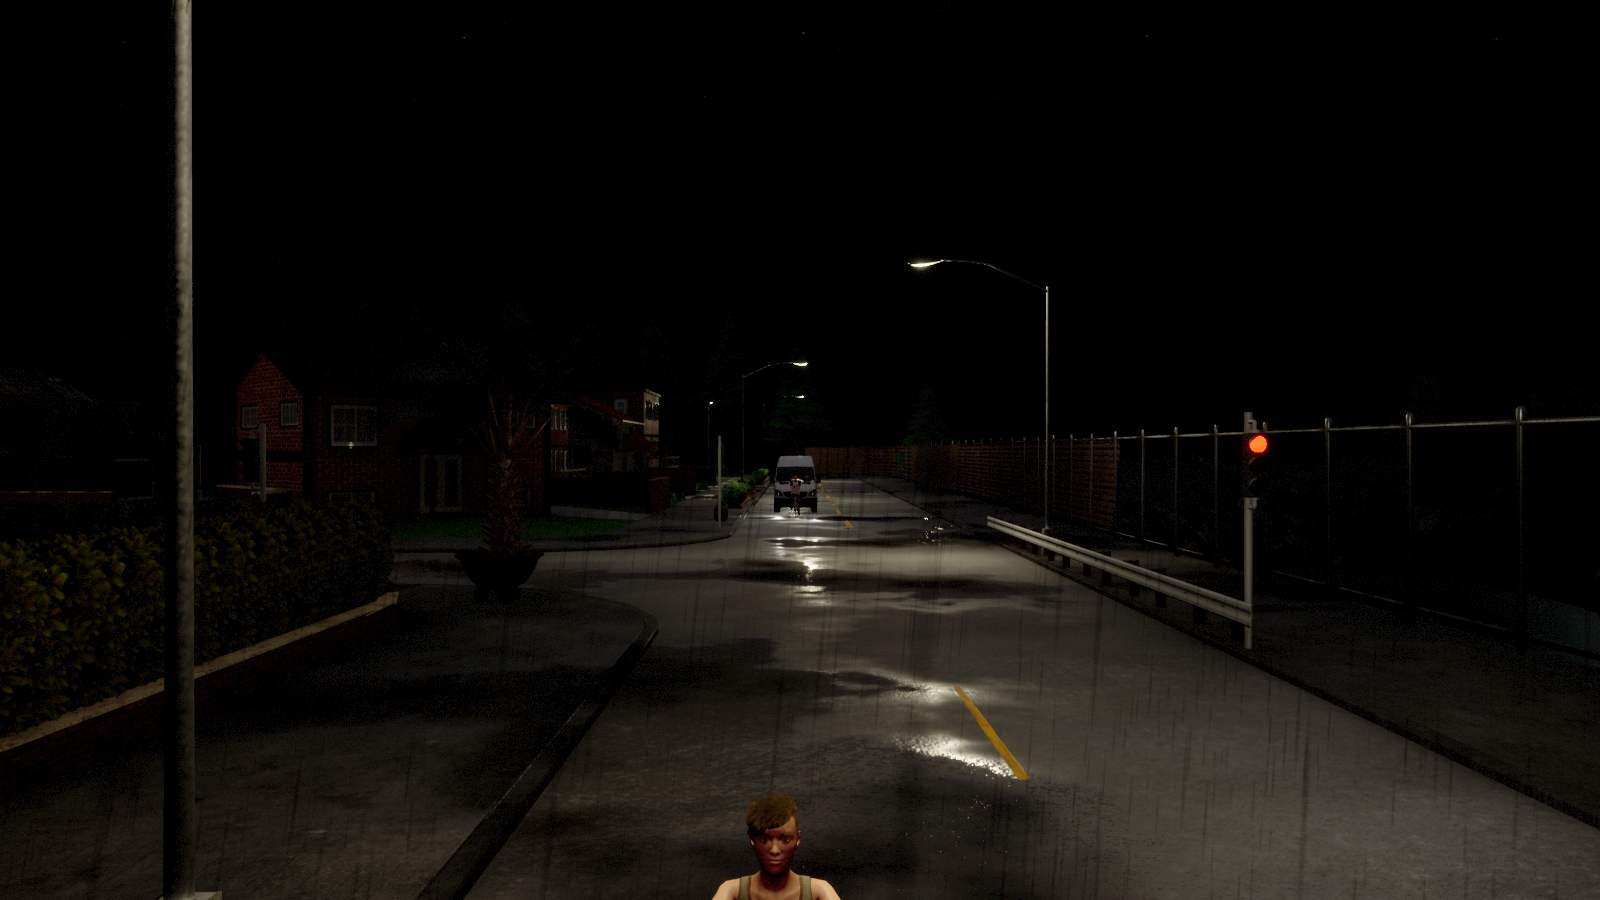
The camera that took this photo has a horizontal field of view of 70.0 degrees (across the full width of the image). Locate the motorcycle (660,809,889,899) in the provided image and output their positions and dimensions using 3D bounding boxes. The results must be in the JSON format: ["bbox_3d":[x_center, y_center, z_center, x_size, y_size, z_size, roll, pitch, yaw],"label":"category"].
[{"bbox_3d":[-0.084,2.157,3.590,0.764,1.307,2.356,0,0,-1],"label":"motorcycle"}]
